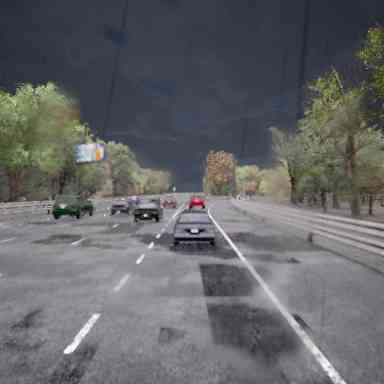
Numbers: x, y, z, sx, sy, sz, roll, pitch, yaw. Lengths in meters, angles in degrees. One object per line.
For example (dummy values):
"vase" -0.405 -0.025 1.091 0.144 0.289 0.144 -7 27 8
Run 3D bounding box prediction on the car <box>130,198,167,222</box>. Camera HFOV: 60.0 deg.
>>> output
"car" -3.402 1.557 26.794 1.882 1.535 5.008 0 0 0

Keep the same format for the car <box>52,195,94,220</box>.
"car" -10.401 1.309 29.478 2.150 2.045 5.566 0 0 0

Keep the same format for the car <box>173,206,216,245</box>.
"car" 0.098 1.594 15.660 2.033 1.411 5.357 0 0 0

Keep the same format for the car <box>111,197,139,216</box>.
"car" -6.902 1.605 33.706 1.837 1.490 4.892 0 0 0

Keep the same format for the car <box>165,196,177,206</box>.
"car" -3.402 1.504 51.657 2.097 1.767 4.553 0 0 0

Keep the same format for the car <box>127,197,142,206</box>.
"car" -10.401 1.703 60.371 1.812 1.442 4.674 0 0 0

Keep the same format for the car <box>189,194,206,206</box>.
"car" 0.854 1.366 48.900 2.150 2.045 5.566 0 0 5
